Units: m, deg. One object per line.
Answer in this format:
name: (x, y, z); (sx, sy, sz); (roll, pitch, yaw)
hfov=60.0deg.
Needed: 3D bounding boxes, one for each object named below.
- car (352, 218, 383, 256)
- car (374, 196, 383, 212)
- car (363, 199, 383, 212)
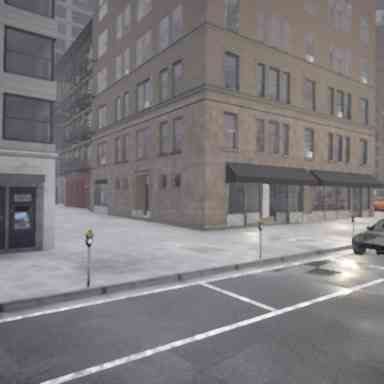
car: (7.692, 1.613, 12.242); (4.313, 1.339, 1.947); (0, 0, -35)
car: (21.005, 1.324, 34.677); (2.097, 1.767, 4.553); (1, 0, -35)
car: (22.729, 1.553, 37.867); (2.033, 1.411, 5.357); (1, 0, -35)
